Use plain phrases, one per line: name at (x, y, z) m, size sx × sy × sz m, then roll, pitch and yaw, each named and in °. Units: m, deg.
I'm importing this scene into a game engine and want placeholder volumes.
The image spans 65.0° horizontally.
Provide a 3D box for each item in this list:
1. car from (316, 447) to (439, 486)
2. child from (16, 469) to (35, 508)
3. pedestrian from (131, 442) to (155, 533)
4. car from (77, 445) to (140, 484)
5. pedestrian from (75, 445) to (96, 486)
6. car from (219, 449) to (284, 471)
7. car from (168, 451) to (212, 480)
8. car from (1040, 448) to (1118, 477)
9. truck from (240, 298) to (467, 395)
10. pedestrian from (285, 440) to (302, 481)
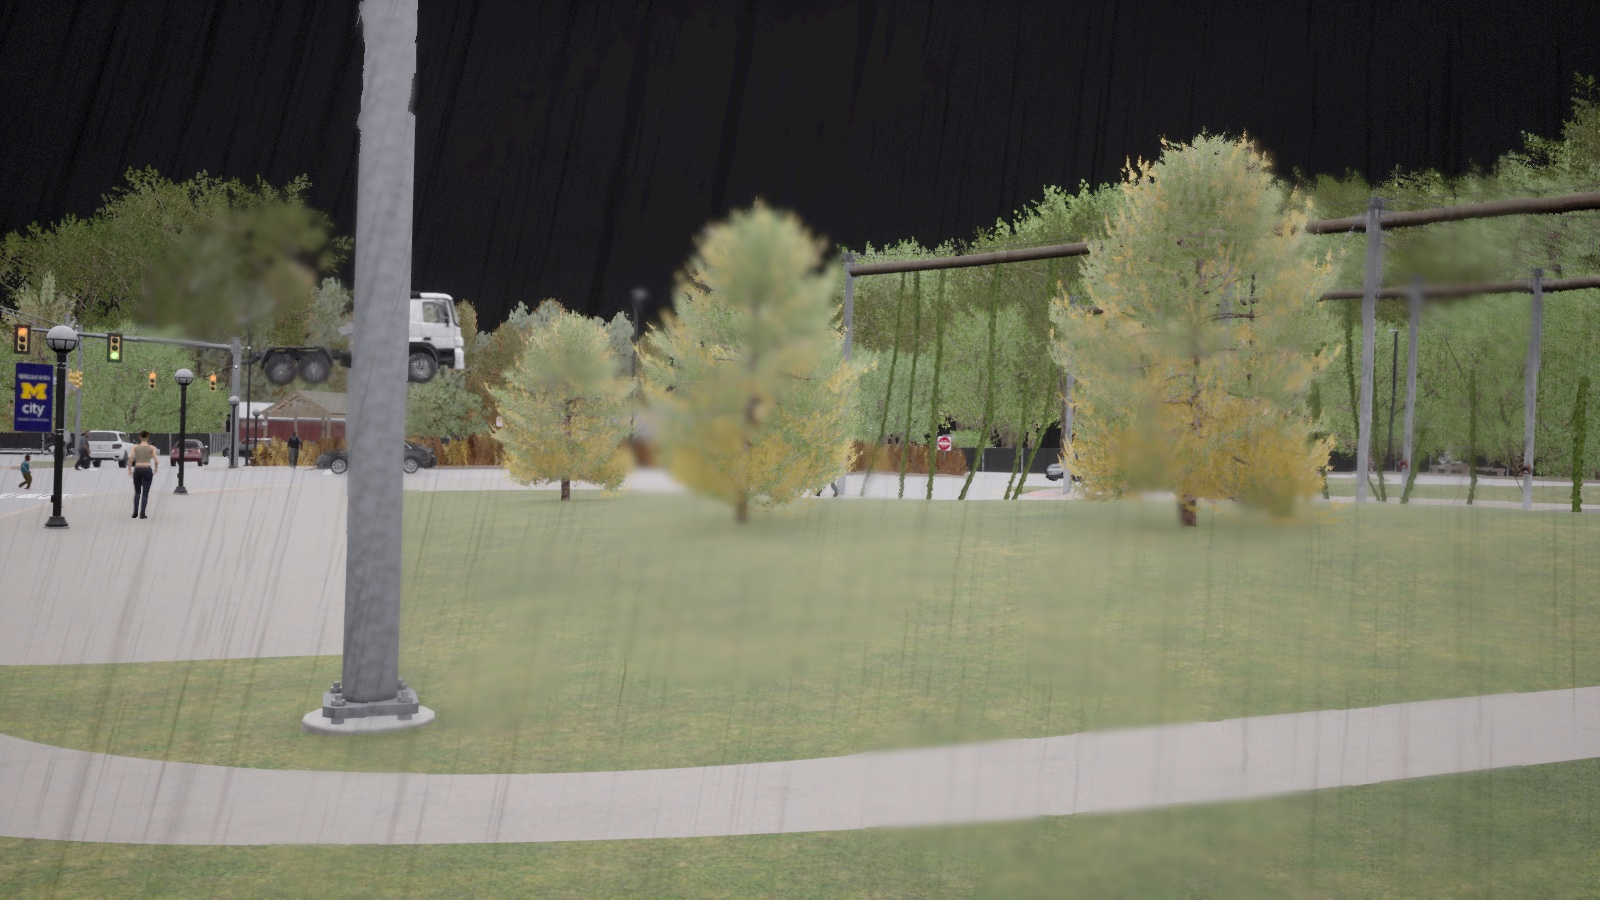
car at (-18.054, 0.697, 53.746) m, size 4.892 × 1.490 × 1.837 m, roll -1°, pitch 1°, yaw -20°
child at (-24.036, 1.193, 38.976) m, size 0.448 × 1.192 × 0.343 m, roll 1°, pitch 0°, yaw -18°
pedestrian at (-13.498, 0.767, 25.811) m, size 0.345 × 1.836 × 0.594 m, roll 1°, pitch 0°, yaw -20°
car at (-38.547, 0.799, 70.136) m, size 2.150 × 2.045 × 5.566 m, roll -1°, pitch 0°, yaw -19°
pedestrian at (-32.473, 0.714, 57.060) m, size 0.694 × 1.848 × 0.540 m, roll 1°, pitch 0°, yaw -14°
car at (-38.862, 0.693, 88.948) m, size 3.806 × 1.475 × 1.970 m, roll 0°, pitch 2°, yaw 16°
car at (-36.864, 0.901, 75.985) m, size 1.851 × 1.617 × 3.988 m, roll -1°, pitch 1°, yaw -19°
car at (16.603, 0.707, 74.558) m, size 4.856 × 1.649 × 2.033 m, roll 0°, pitch -1°, yaw -41°
truck at (-17.322, -4.057, 48.921) m, size 7.936 × 3.462 × 2.891 m, roll -4°, pitch 4°, yaw -22°
pedestrian at (-23.989, 0.492, 59.494) m, size 0.563 × 1.883 × 0.849 m, roll 1°, pitch 0°, yaw -10°
